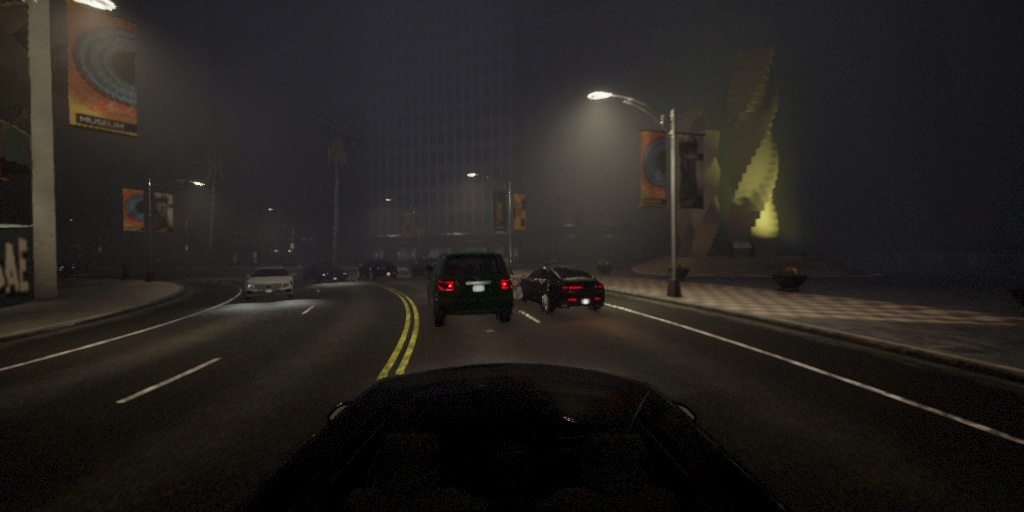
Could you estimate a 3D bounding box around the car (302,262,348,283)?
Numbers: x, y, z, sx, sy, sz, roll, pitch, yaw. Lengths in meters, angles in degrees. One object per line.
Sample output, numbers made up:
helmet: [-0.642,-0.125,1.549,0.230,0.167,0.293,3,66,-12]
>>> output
car: [-13.905,1.150,26.433,2.033,1.411,5.357,-1,1,-43]

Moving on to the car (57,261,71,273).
car: [-51.053,1.260,38.853,4.553,1.767,2.097,0,1,16]

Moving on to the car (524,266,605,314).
car: [1.580,1.097,13.107,1.837,1.490,4.892,0,1,-15]

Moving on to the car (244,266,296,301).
car: [-11.592,1.214,17.352,1.812,1.442,4.674,-1,1,-31]

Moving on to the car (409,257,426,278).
car: [-6.515,0.846,28.540,2.097,1.767,4.553,-1,1,-37]

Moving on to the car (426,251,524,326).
car: [-1.525,0.869,11.621,2.150,2.045,5.566,-1,1,-15]

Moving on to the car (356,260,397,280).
car: [-10.632,1.050,28.076,1.837,1.490,4.892,-1,1,-41]
